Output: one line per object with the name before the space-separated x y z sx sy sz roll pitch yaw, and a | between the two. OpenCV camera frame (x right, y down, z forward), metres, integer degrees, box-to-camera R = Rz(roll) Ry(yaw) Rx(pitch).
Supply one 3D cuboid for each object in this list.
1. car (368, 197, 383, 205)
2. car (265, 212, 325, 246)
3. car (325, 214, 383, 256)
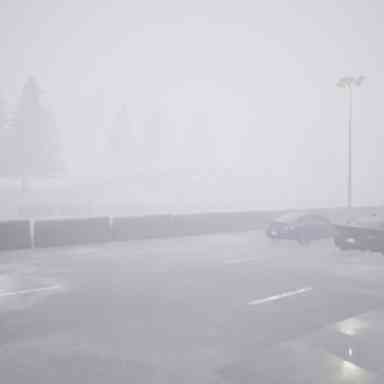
car | 35.479 1.693 63.064 5.357 1.411 2.033 -1 0 -35
car | 5.627 1.701 16.372 4.674 1.442 1.812 0 0 -35
car | 7.909 1.646 13.694 5.008 1.535 1.882 0 0 -35
